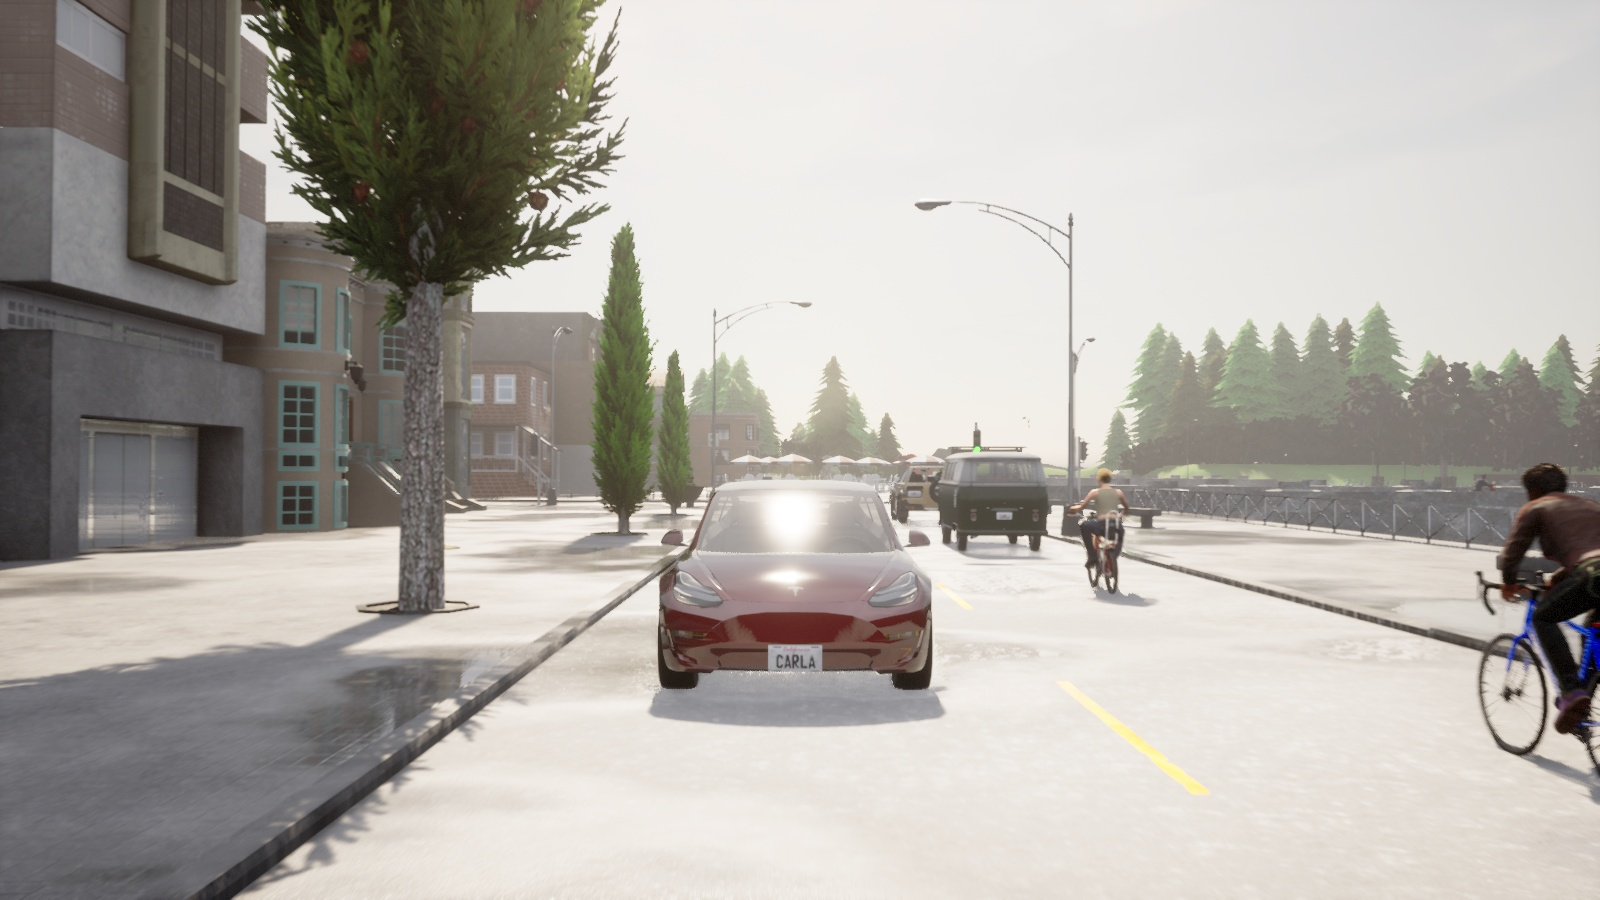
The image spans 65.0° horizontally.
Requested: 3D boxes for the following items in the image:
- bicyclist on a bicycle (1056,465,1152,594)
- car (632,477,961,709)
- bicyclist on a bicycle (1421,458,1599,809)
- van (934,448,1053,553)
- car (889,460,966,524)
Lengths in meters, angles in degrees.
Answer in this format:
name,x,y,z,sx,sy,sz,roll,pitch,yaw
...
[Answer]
name,x,y,z,sx,sy,sz,roll,pitch,yaw
bicyclist on a bicycle,3.961,1.011,16.492,0.866,1.612,1.509,0,-1,0
car,-0.028,0.993,10.670,2.163,1.488,4.792,0,-1,0
bicyclist on a bicycle,3.981,0.862,6.609,0.582,1.620,1.656,0,-1,0
van,3.929,0.992,26.212,1.775,1.987,4.442,0,-1,0
car,3.898,1.271,39.122,1.932,1.855,4.605,0,-1,0
